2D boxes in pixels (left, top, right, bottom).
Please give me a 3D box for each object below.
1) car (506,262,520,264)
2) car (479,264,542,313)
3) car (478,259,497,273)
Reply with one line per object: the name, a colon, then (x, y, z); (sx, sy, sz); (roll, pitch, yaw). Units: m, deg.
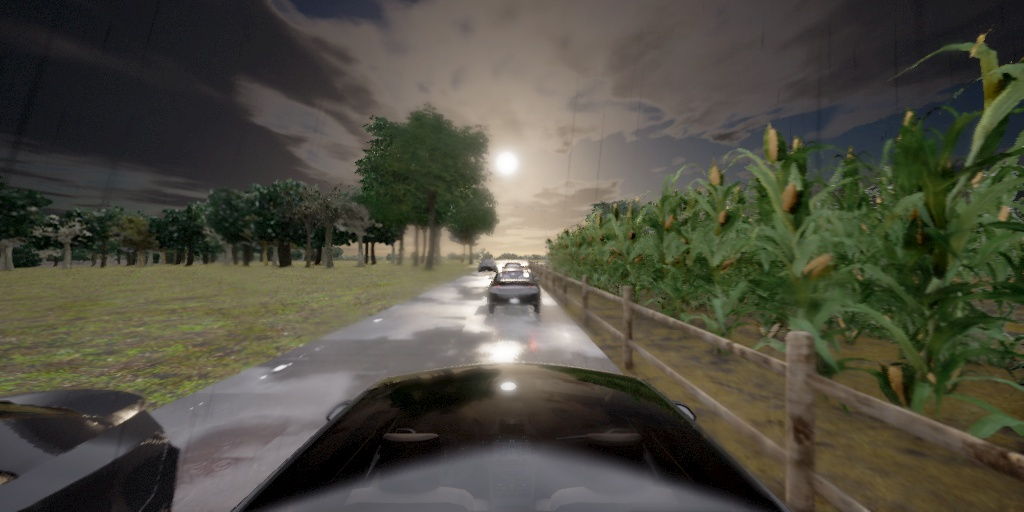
car: (0.090, 1.264, 31.528); (1.812, 1.442, 4.674); (0, 0, 0)
car: (0.091, 1.228, 13.870); (2.128, 1.511, 4.902); (0, 0, 0)
car: (-2.853, 1.093, 42.438); (2.097, 1.767, 4.553); (0, 0, 0)
